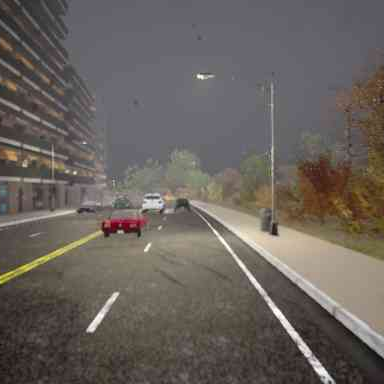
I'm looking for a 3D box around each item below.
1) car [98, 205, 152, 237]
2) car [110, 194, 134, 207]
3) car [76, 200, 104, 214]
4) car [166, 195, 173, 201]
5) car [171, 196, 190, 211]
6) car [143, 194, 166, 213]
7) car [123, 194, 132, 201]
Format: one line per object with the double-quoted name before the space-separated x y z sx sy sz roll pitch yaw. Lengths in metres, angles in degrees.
"car" -3.468 1.618 18.068 1.895 1.301 4.718 0 0 -2
"car" -7.771 1.387 37.302 2.097 1.767 4.553 0 0 -3
"car" -10.950 1.606 36.107 2.033 1.411 5.357 0 0 -3
"car" -5.414 1.445 79.872 1.882 1.535 5.008 0 0 -8
"car" -1.227 1.495 39.889 1.837 1.490 4.892 0 1 -4
"car" -4.340 1.235 37.648 2.150 2.045 5.566 0 0 -3
"car" -14.788 1.157 76.565 1.837 1.490 4.892 0 0 -8
